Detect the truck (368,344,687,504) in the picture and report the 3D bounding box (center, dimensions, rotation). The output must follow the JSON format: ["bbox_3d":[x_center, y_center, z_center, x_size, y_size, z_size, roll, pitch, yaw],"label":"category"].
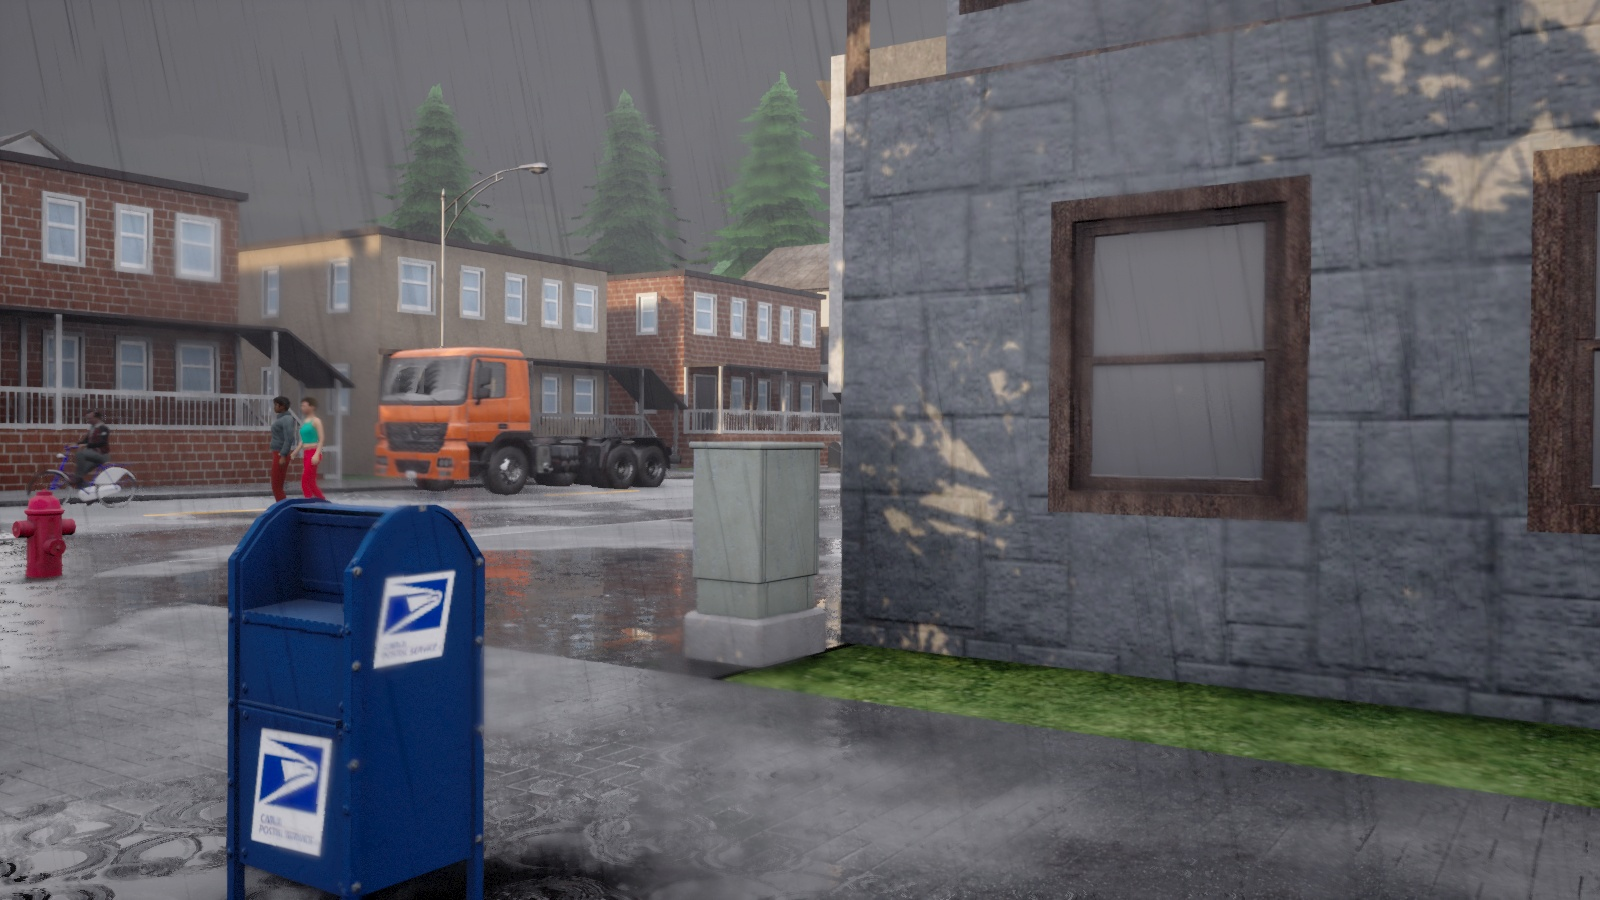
[{"bbox_3d":[-6.456,-0.618,31.213,2.891,3.462,7.936,0,1,33],"label":"truck"}]

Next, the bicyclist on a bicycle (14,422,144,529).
[{"bbox_3d":[-12.579,0.416,21.956,0.659,1.776,1.843,0,1,33],"label":"bicyclist on a bicycle"}]

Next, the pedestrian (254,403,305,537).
[{"bbox_3d":[-7.312,0.267,17.629,0.614,1.847,0.353,-1,1,-26],"label":"pedestrian"}]

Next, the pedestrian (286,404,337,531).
[{"bbox_3d":[-7.202,0.253,18.521,0.594,1.836,0.345,-1,1,-40],"label":"pedestrian"}]
